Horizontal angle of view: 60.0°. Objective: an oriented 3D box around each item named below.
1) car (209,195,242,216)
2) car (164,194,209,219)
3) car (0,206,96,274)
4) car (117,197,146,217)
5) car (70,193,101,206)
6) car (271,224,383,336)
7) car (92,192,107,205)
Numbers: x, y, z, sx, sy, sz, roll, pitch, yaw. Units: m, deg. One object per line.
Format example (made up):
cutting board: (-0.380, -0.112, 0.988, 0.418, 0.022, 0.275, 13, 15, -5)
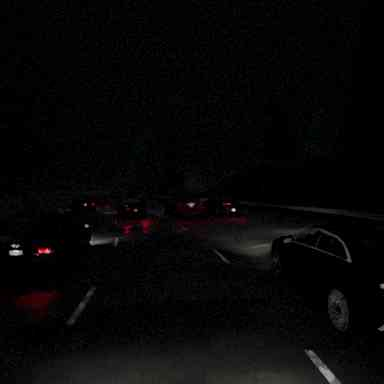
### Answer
car: (2.313, 1.027, 26.867, 1.837, 1.490, 4.892, 0, 1, -18)
car: (-0.692, 0.917, 24.767, 2.097, 1.767, 4.553, 0, 1, -17)
car: (-4.325, 1.377, 9.994, 2.033, 1.411, 5.357, 0, 1, -8)
car: (-4.725, 1.080, 25.790, 1.812, 1.442, 4.674, 0, 1, -18)
car: (-9.632, 1.050, 29.248, 2.033, 1.411, 5.357, -1, 1, -23)
car: (3.014, 1.369, 6.495, 2.128, 1.511, 4.902, 0, 1, -4)
car: (-12.087, 0.770, 41.512, 1.882, 1.535, 5.008, -1, 1, -30)
